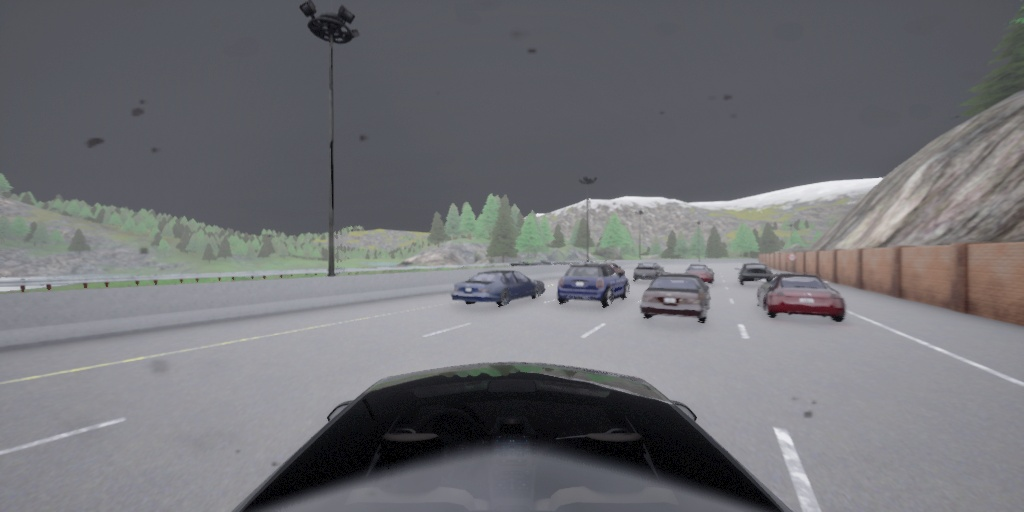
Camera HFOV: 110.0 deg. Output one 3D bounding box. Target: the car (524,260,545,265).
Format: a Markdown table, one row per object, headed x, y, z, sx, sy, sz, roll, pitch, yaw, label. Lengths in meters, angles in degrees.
| x | y | z | sx | sy | sz | roll | pitch | yaw | label |
| --- | --- | --- | --- | --- | --- | --- | --- | --- | --- |
| 4.548 | 1.366 | 60.314 | 2.033 | 1.411 | 5.357 | 0 | 0 | 30 | car |

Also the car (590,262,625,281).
| x | y | z | sx | sy | sz | roll | pitch | yaw | label |
| --- | --- | --- | --- | --- | --- | --- | --- | --- | --- |
| 8.396 | 1.300 | 31.280 | 1.812 | 1.442 | 4.674 | 0 | 0 | 30 | car |

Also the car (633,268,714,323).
| x | y | z | sx | sy | sz | roll | pitch | yaw | label |
| --- | --- | --- | --- | --- | --- | --- | --- | --- | --- |
| 5.722 | 1.303 | 12.332 | 2.033 | 1.411 | 5.357 | 0 | 0 | 30 | car |

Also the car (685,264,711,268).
| x | y | z | sx | sy | sz | roll | pitch | yaw | label |
| --- | --- | --- | --- | --- | --- | --- | --- | --- | --- |
| 14.194 | 1.326 | 27.321 | 1.994 | 1.385 | 4.181 | 0 | 0 | 30 | car |

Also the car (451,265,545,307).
| x | y | z | sx | sy | sz | roll | pitch | yaw | label |
| --- | --- | --- | --- | --- | --- | --- | --- | --- | --- |
| -0.400 | 1.317 | 15.727 | 2.033 | 1.411 | 5.357 | 0 | 0 | 30 | car |

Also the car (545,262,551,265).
| x | y | z | sx | sy | sz | roll | pitch | yaw | label |
| --- | --- | --- | --- | --- | --- | --- | --- | --- | --- |
| 7.610 | 1.412 | 58.643 | 1.895 | 1.301 | 4.718 | 0 | 0 | 30 | car |

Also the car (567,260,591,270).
| x | y | z | sx | sy | sz | roll | pitch | yaw | label |
| --- | --- | --- | --- | --- | --- | --- | --- | --- | --- |
| 10.666 | 1.352 | 56.950 | 2.033 | 1.411 | 5.357 | 0 | 0 | 30 | car |

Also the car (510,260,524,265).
| x | y | z | sx | sy | sz | roll | pitch | yaw | label |
| --- | --- | --- | --- | --- | --- | --- | --- | --- | --- |
| 1.486 | 1.426 | 61.999 | 1.895 | 1.301 | 4.718 | 0 | 0 | 30 | car |

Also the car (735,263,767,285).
| x | y | z | sx | sy | sz | roll | pitch | yaw | label |
| --- | --- | --- | --- | --- | --- | --- | --- | --- | --- |
| 17.215 | 1.260 | 25.556 | 1.837 | 1.490 | 4.892 | 0 | 0 | 30 | car |

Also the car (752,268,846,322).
| x | y | z | sx | sy | sz | roll | pitch | yaw | label |
| --- | --- | --- | --- | --- | --- | --- | --- | --- | --- |
| 9.914 | 1.313 | 12.588 | 1.994 | 1.385 | 4.181 | 0 | 0 | 30 | car |

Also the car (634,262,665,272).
| x | y | z | sx | sy | sz | roll | pitch | yaw | label |
| --- | --- | --- | --- | --- | --- | --- | --- | --- | --- |
| 11.103 | 1.260 | 28.969 | 2.128 | 1.511 | 4.902 | 0 | 0 | 30 | car |

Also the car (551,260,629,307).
| x | y | z | sx | sy | sz | roll | pitch | yaw | label |
| --- | --- | --- | --- | --- | --- | --- | --- | --- | --- |
| 3.699 | 1.114 | 15.824 | 2.097 | 1.767 | 4.553 | 0 | 0 | 30 | car |
